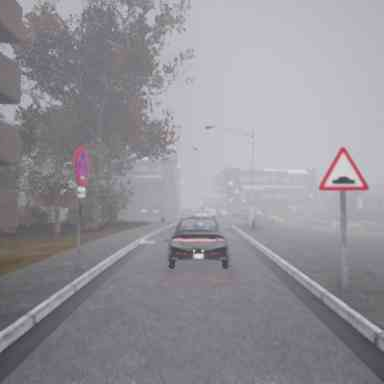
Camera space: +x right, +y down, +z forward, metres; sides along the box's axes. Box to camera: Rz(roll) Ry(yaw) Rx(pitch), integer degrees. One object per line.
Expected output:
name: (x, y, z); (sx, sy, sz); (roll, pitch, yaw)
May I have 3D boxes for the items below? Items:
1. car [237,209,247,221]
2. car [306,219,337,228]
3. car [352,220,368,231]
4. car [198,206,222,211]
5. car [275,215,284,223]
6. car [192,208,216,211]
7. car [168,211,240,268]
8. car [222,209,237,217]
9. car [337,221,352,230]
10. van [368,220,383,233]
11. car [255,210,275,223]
car: (7.831, 3.890, 56.734); (2.185, 1.767, 4.553); (7, -5, -30)
car: (22.633, 5.538, 59.347); (2.002, 1.452, 4.674); (7, -5, -29)
car: (28.485, 6.090, 60.508); (1.946, 1.575, 5.366); (7, -5, -29)
car: (1.979, 3.332, 55.653); (2.435, 2.045, 5.566); (2, -4, -30)
car: (13.662, 4.613, 57.982); (1.946, 1.575, 5.366); (7, -5, -30)
car: (0.688, 2.204, 25.688); (1.812, 1.442, 4.674); (0, -3, 2)
car: (0.225, 1.613, 11.611); (2.128, 1.511, 4.902); (0, -1, 1)
car: (4.859, 3.633, 56.238); (2.185, 1.767, 4.553); (5, -4, -31)
car: (25.604, 5.834, 59.857); (2.002, 1.452, 4.674); (8, -5, -29)
van: (31.627, 6.158, 60.754); (1.878, 1.987, 4.442); (8, -5, -29)
car: (10.828, 4.065, 57.291); (2.435, 2.045, 5.566); (8, -5, -30)
